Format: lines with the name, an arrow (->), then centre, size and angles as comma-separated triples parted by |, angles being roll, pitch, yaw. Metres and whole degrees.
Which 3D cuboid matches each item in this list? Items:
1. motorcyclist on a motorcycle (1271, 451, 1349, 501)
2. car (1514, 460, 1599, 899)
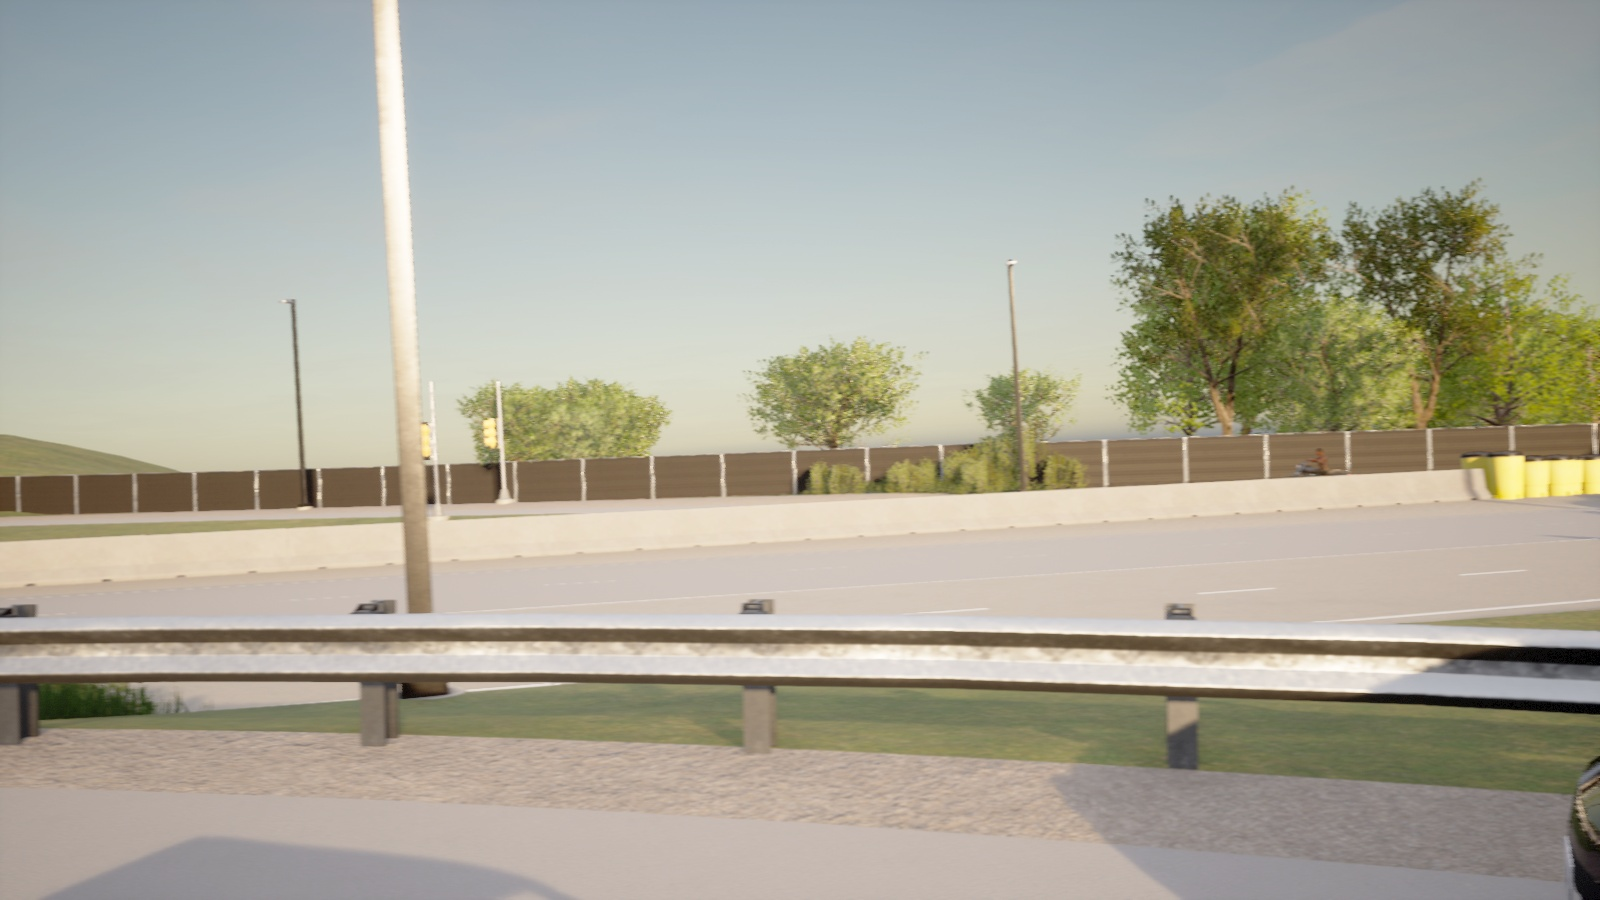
motorcyclist on a motorcycle -> 17.627, 0.885, 43.444 | 2.350, 1.649, 0.766 | -1, 0, 7
car -> 3.424, 0.794, 2.327 | 3.633, 1.501, 1.845 | 0, 1, 29
